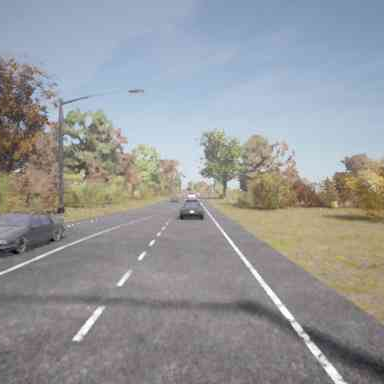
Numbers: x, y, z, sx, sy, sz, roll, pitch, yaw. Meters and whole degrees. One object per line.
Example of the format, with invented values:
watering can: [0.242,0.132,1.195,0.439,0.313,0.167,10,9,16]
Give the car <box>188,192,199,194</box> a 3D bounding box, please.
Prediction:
car: [-0.029,1.108,81.546,2.150,2.045,5.566,0,0,0]

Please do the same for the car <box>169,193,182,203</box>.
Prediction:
car: [-3.524,1.420,67.732,1.837,1.490,4.892,0,0,0]

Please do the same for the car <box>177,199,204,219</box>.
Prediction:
car: [-0.010,1.550,28.641,1.994,1.385,4.181,0,0,0]

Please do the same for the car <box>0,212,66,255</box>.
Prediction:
car: [-6.930,1.546,13.539,2.033,1.411,5.357,0,0,1]

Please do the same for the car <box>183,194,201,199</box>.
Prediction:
car: [-0.018,1.437,47.886,1.882,1.535,5.008,0,0,0]

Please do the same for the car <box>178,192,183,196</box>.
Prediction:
car: [-3.530,1.023,94.861,2.150,2.045,5.566,0,0,0]
